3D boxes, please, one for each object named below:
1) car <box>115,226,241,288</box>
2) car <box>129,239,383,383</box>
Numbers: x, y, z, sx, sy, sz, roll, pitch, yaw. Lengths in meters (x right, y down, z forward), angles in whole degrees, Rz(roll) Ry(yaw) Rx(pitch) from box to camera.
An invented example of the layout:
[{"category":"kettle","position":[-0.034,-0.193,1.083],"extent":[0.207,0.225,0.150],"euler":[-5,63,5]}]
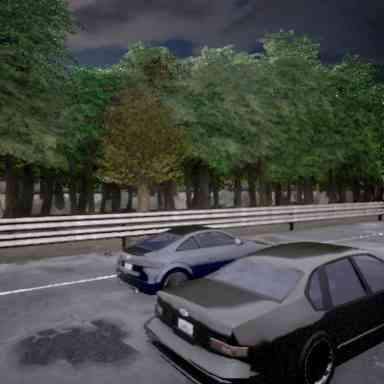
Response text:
[{"category":"car","position":[0.272,1.544,8.230],"extent":[4.181,1.385,1.994],"euler":[0,0,-35]},{"category":"car","position":[1.970,1.529,5.144],"extent":[5.357,1.411,2.033],"euler":[0,0,-35]}]
